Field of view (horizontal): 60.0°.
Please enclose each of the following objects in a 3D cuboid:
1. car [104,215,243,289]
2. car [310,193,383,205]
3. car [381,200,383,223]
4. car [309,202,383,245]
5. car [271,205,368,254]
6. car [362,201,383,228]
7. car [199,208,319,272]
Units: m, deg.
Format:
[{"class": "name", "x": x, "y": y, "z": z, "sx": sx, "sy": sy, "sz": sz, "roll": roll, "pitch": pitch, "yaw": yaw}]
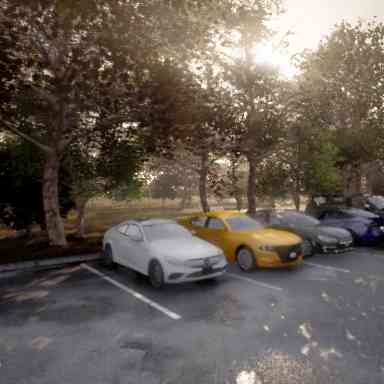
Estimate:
[{"class": "car", "x": -1.004, "y": 1.484, "z": 9.342, "sx": 2.002, "sy": 1.452, "sz": 4.674, "roll": -1, "pitch": 0, "yaw": -35}, {"class": "car", "x": 8.085, "y": 1.099, "z": 15.780, "sx": 2.435, "sy": 2.045, "sz": 5.566, "roll": -1, "pitch": 0, "yaw": -35}, {"class": "car", "x": 14.877, "y": 1.274, "z": 20.647, "sx": 2.097, "sy": 1.535, "sz": 5.008, "roll": -1, "pitch": 0, "yaw": -35}, {"class": "car", "x": 5.783, "y": 1.403, "z": 14.210, "sx": 2.163, "sy": 1.488, "sz": 4.792, "roll": -1, "pitch": 0, "yaw": -35}, {"class": "car", "x": 3.530, "y": 1.398, "z": 12.577, "sx": 2.231, "sy": 1.521, "sz": 4.892, "roll": -1, "pitch": 0, "yaw": -35}, {"class": "car", "x": 12.604, "y": 1.339, "z": 19.038, "sx": 2.002, "sy": 1.452, "sz": 4.674, "roll": -1, "pitch": 0, "yaw": -35}, {"class": "car", "x": 1.262, "y": 1.421, "z": 10.960, "sx": 2.097, "sy": 1.535, "sz": 5.008, "roll": -1, "pitch": 0, "yaw": -35}]
